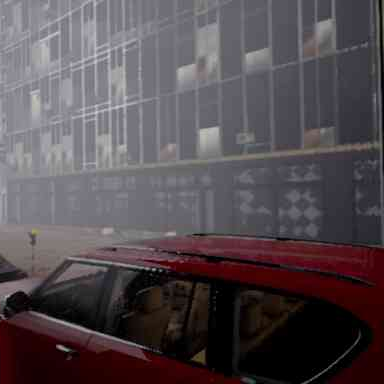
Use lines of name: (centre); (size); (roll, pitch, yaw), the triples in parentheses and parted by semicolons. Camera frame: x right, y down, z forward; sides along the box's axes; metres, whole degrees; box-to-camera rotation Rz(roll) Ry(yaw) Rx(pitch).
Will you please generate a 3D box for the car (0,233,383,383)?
car: (-0.246, 1.328, 3.069); (5.009, 1.841, 2.192); (0, -1, 36)
